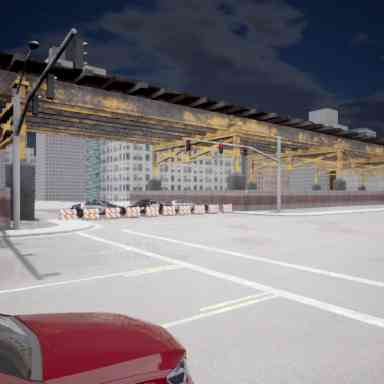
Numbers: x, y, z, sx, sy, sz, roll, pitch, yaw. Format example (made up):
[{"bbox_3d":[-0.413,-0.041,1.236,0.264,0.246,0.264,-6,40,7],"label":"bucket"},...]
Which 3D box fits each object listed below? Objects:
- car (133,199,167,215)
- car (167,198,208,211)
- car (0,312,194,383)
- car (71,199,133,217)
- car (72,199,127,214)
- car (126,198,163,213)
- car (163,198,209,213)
[{"bbox_3d":[-4.631,1.453,33.093,2.038,1.542,4.974,0,0,18],"label":"car"},{"bbox_3d":[-0.781,1.295,36.856,4.536,1.218,1.853,0,0,-7],"label":"car"},{"bbox_3d":[-2.141,1.526,2.240,4.674,1.442,1.812,0,0,-35],"label":"car"},{"bbox_3d":[-8.370,1.453,30.399,4.974,1.542,2.038,0,0,8],"label":"car"},{"bbox_3d":[-8.421,1.295,30.406,4.536,1.218,1.853,0,0,8],"label":"car"},{"bbox_3d":[-4.615,1.295,33.143,1.853,1.218,4.536,0,0,18],"label":"car"},{"bbox_3d":[-0.730,1.453,36.862,4.974,1.542,2.038,0,0,-7],"label":"car"}]
